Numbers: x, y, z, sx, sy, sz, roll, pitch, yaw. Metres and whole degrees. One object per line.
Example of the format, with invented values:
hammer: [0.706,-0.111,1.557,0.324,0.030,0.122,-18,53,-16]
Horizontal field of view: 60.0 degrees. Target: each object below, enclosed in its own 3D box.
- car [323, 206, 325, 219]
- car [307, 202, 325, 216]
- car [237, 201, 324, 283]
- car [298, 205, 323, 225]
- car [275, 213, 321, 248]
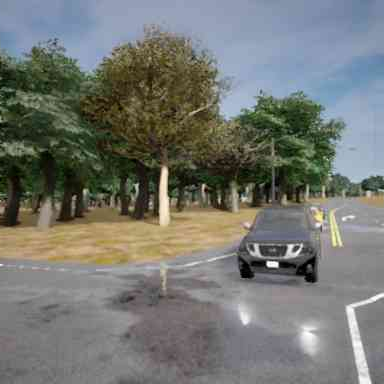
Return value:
car: [8.007,1.807,23.130,1.882,1.535,5.008,-1,-1,22]
car: [14.576,1.991,39.025,1.812,1.442,4.674,-1,-1,23]
car: [3.155,1.534,11.335,2.150,2.045,5.566,-2,0,22]
car: [10.233,1.902,28.568,1.812,1.442,4.674,-1,-1,22]
car: [5.684,1.882,17.443,1.895,1.301,4.718,-1,-1,22]
